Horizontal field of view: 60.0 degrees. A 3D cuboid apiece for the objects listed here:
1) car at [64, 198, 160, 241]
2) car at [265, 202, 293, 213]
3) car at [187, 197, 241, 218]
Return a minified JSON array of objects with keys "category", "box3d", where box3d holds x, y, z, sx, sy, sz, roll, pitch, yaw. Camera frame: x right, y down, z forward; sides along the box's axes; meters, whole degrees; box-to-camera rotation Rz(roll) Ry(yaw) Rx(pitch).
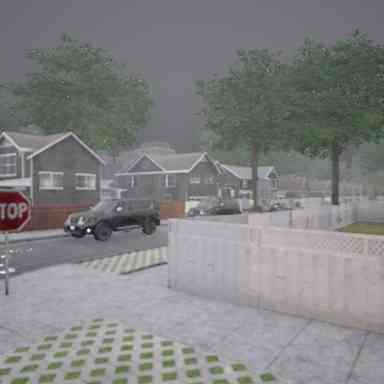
[{"category":"car","box3d":[-4.077,1.371,18.060,2.150,2.045,5.566,0,-1,36]},{"category":"car","box3d":[9.853,1.863,37.552,1.994,1.385,4.181,0,-1,36]},{"category":"car","box3d":[1.861,1.427,26.386,2.150,2.045,5.566,0,0,35]}]
